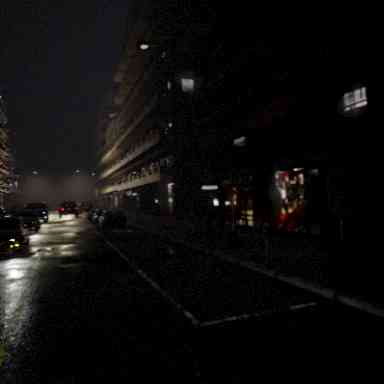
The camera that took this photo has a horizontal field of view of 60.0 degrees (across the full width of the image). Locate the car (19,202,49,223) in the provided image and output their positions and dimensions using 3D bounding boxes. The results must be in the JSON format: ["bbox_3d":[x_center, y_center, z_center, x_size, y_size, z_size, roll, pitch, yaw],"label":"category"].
[{"bbox_3d":[-15.946,2.105,34.224,2.150,2.045,5.566,-2,-1,-21],"label":"car"}]

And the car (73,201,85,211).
[{"bbox_3d":[-23.997,2.924,70.665,2.192,1.841,5.009,-1,-1,-21],"label":"car"}]

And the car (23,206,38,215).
[{"bbox_3d":[-27.756,3.122,57.271,1.947,1.339,4.313,-1,-1,-21],"label":"car"}]

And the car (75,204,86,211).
[{"bbox_3d":[-21.967,3.022,65.476,1.887,1.381,4.507,-1,-1,-21],"label":"car"}]

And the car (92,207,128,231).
[{"bbox_3d":[-5.768,1.981,23.997,2.008,1.369,4.403,-1,-1,-21],"label":"car"}]

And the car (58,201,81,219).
[{"bbox_3d":[-15.473,2.185,41.679,2.150,2.045,5.566,-2,-1,-21],"label":"car"}]

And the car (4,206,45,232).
[{"bbox_3d":[-12.183,2.118,24.490,1.882,1.535,5.008,-2,-1,-21],"label":"car"}]

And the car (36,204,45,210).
[{"bbox_3d":[-37.881,3.797,83.195,1.802,1.307,4.206,-1,-1,-21],"label":"car"}]

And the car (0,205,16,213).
[{"bbox_3d":[-15.611,2.086,26.165,2.192,1.841,5.009,-1,-1,-21],"label":"car"}]

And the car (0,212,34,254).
[{"bbox_3d":[-8.546,1.913,15.170,1.837,1.490,4.892,-2,-1,-21],"label":"car"}]

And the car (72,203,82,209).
[{"bbox_3d":[-28.042,3.438,81.031,1.947,1.339,4.313,-1,-1,-21],"label":"car"}]

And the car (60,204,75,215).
[{"bbox_3d":[-19.366,2.708,51.681,2.128,1.511,4.902,-2,-1,-22],"label":"car"}]

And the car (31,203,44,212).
[{"bbox_3d":[-33.836,3.266,72.829,2.192,1.841,5.009,-1,-1,-21],"label":"car"}]

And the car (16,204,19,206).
[{"bbox_3d":[-21.686,2.477,41.720,2.192,1.841,5.009,-1,-1,-21],"label":"car"}]

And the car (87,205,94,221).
[{"bbox_3d":[-7.792,2.111,29.182,2.008,1.369,4.403,-1,-1,-21],"label":"car"}]

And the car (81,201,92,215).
[{"bbox_3d":[-15.897,2.398,49.926,2.192,1.841,5.009,-1,-1,-21],"label":"car"}]

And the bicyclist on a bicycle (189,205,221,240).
[{"bbox_3d":[0.610,1.424,15.722,1.656,1.620,0.582,-2,-1,-21],"label":"bicyclist on a bicycle"}]

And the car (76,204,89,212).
[{"bbox_3d":[-19.942,2.896,60.292,2.008,1.369,4.403,-1,-1,-21],"label":"car"}]

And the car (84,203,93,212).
[{"bbox_3d":[-9.880,2.220,34.526,1.752,1.417,4.829,-1,-1,-21],"label":"car"}]

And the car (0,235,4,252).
[{"bbox_3d":[-5.140,1.717,6.500,1.812,1.442,4.674,-2,-1,-22],"label":"car"}]
